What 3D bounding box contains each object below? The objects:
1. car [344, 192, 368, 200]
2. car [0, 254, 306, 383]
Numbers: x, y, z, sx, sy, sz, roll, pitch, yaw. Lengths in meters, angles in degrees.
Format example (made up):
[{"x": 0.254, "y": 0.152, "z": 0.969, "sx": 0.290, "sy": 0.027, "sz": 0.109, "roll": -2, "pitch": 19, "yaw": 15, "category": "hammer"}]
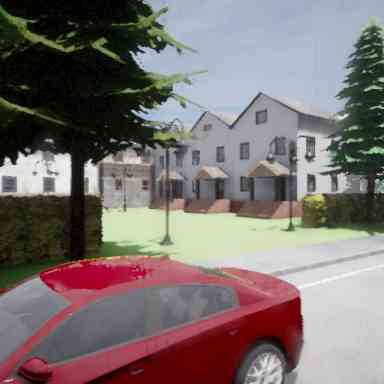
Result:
[{"x": 39.024, "y": 0.964, "z": 79.233, "sx": 1.932, "sy": 1.855, "sz": 4.605, "roll": 0, "pitch": 0, "yaw": -36, "category": "car"}, {"x": -0.984, "y": 1.472, "z": 3.291, "sx": 5.008, "sy": 1.535, "sz": 1.882, "roll": 0, "pitch": 0, "yaw": -35, "category": "car"}]
